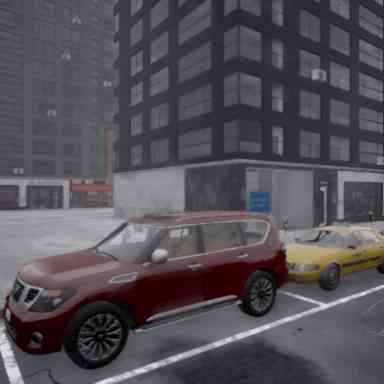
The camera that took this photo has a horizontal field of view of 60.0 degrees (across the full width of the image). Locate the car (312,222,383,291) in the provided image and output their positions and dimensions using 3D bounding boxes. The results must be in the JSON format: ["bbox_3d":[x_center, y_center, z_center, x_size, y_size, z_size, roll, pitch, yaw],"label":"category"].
[{"bbox_3d":[3.870,1.511,8.945,4.829,1.417,1.752,0,0,-35],"label":"car"}]

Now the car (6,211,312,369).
[{"bbox_3d":[-0.397,1.310,5.903,5.009,1.841,2.192,0,0,-35],"label":"car"}]
